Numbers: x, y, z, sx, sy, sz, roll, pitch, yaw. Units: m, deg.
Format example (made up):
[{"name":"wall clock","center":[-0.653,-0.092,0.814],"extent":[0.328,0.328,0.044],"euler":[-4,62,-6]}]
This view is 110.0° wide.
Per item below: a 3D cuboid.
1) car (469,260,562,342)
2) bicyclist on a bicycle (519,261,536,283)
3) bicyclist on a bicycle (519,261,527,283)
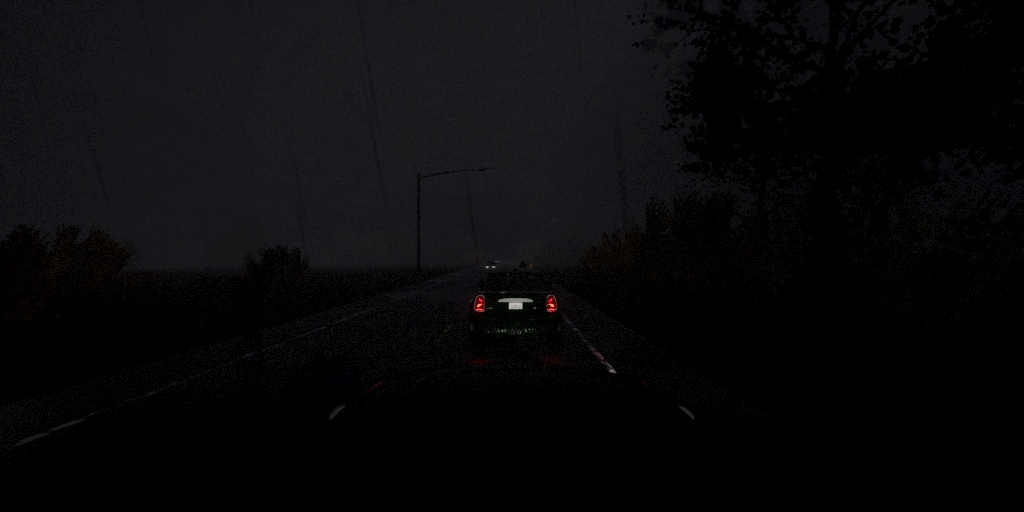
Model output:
[{"name":"car","center":[0.072,1.099,9.893],"extent":[2.097,1.767,4.553],"euler":[0,0,0]},{"name":"bicyclist on a bicycle","center":[0.903,1.181,17.237],"extent":[0.866,1.612,1.509],"euler":[0,0,0]},{"name":"bicyclist on a bicycle","center":[0.840,1.193,27.354],"extent":[0.582,1.620,1.656],"euler":[0,0,0]}]
